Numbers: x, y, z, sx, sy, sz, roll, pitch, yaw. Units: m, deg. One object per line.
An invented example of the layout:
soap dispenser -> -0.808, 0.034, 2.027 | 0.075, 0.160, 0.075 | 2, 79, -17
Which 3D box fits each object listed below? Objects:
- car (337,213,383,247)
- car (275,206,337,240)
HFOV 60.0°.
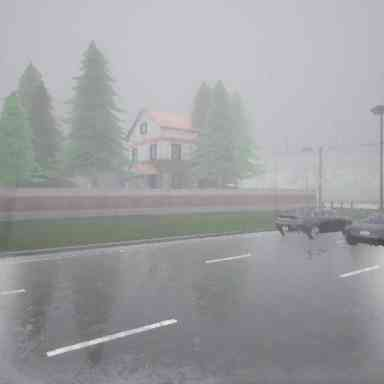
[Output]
car -> 8.384, 1.571, 14.149 | 4.181, 1.385, 1.994 | 0, 0, -35
car -> 6.352, 1.494, 16.998 | 4.902, 1.511, 2.128 | 0, 0, -35
